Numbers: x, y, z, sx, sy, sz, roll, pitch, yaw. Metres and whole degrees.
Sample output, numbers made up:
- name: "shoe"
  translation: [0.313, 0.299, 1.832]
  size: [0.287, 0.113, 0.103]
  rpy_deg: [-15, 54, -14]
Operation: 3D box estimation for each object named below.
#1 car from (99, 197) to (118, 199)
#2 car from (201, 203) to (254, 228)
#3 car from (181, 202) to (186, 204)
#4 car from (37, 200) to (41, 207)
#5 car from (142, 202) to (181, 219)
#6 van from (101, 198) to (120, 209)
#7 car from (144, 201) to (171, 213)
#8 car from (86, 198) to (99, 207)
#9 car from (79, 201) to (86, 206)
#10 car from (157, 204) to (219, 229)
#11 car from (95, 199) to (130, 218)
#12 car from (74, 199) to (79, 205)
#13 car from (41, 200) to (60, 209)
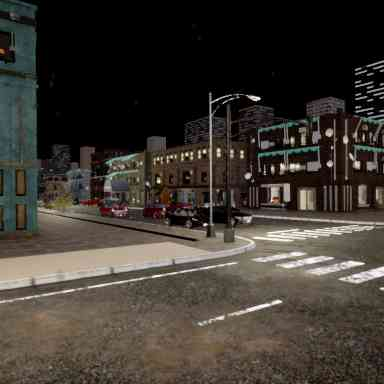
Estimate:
- name: "car"
  translation: [-9.426, 1.795, 41.272]
  size: [2.097, 1.767, 4.553]
  rpy_deg: [-1, 0, -35]
- name: "car"
  translation: [2.451, 1.735, 24.506]
  size: [1.812, 1.442, 4.674]
  rpy_deg: [-1, 0, -37]
- name: "car"
  translation: [-1.464, 1.904, 40.023]
  size: [1.802, 1.307, 4.206]
  rpy_deg: [-2, 0, -35]
- name: "car"
  translation: [-30.703, 2.375, 66.790]
  size: [2.008, 1.369, 4.403]
  rpy_deg: [-1, 0, -35]
- name: "car"
  translation: [-3.300, 1.887, 32.619]
  size: [1.994, 1.385, 4.181]
  rpy_deg: [-1, 0, -35]
- name: "van"
  translation: [-14.270, 1.906, 58.087]
  size: [1.690, 1.788, 3.998]
  rpy_deg: [-1, 0, -35]
- name: "car"
  translation: [-4.663, 1.966, 44.539]
  size: [1.802, 1.307, 4.206]
  rpy_deg: [-1, 0, -35]
- name: "car"
  translation: [-17.471, 1.939, 62.603]
  size: [2.192, 1.841, 5.009]
  rpy_deg: [-1, 0, -35]
- name: "car"
  translation: [-20.666, 2.227, 67.120]
  size: [1.887, 1.381, 4.507]
  rpy_deg: [-1, 0, -35]
- name: "car"
  translation: [-0.377, 1.814, 23.783]
  size: [1.947, 1.339, 4.313]
  rpy_deg: [-1, 0, -35]
- name: "car"
  translation: [-8.304, 1.846, 35.175]
  size: [1.967, 1.590, 4.097]
  rpy_deg: [-1, 0, -35]
- name: "car"
  translation: [-27.066, 2.363, 76.152]
  size: [1.947, 1.339, 4.313]
  rpy_deg: [-1, 0, -35]
- name: "car"
  translation: [-24.204, 2.232, 57.618]
  size: [1.752, 1.417, 4.829]
  rpy_deg: [-1, 0, -35]
